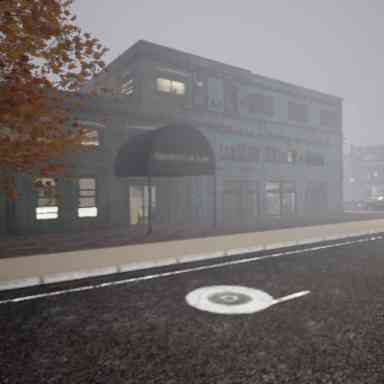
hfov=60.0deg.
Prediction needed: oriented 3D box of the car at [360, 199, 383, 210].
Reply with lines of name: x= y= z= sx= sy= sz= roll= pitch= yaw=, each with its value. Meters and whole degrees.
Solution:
car: x=23.951 y=1.717 z=41.498 sx=1.947 sy=1.339 sz=4.313 roll=-2 pitch=0 yaw=-36

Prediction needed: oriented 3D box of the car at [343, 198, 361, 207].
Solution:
car: x=25.965 y=1.697 z=53.238 sx=2.008 sy=1.369 sz=4.403 roll=-2 pitch=0 yaw=-36
